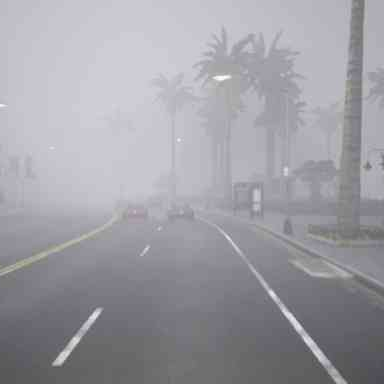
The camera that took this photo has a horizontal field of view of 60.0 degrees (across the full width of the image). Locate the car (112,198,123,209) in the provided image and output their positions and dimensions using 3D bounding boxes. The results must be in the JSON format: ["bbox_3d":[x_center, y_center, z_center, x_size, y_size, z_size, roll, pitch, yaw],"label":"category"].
[{"bbox_3d":[-8.839,1.423,42.035,1.994,1.385,4.181,0,0,-22],"label":"car"}]

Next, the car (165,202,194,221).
[{"bbox_3d":[-1.037,1.475,26.646,1.994,1.385,4.181,0,0,-8],"label":"car"}]

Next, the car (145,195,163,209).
[{"bbox_3d":[-5.198,1.210,42.325,2.097,1.767,4.553,0,0,-20],"label":"car"}]

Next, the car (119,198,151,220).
[{"bbox_3d":[-4.658,1.473,27.238,1.994,1.385,4.181,0,0,-10],"label":"car"}]
